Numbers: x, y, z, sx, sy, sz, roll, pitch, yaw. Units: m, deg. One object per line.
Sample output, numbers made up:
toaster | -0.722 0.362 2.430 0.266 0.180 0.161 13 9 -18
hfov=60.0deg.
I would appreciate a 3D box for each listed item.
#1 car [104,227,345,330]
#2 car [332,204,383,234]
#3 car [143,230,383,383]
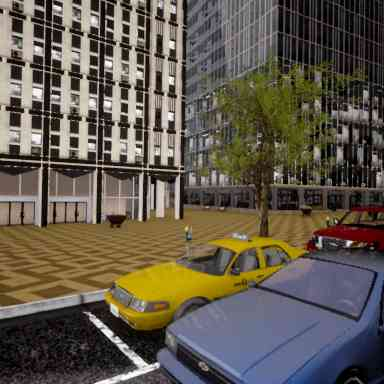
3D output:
car | 0.766 1.530 6.570 4.829 1.417 1.752 0 1 -35
car | 5.607 1.327 9.831 5.009 1.841 2.192 0 1 -34
car | 2.239 1.552 4.585 5.357 1.411 2.033 0 0 -35
